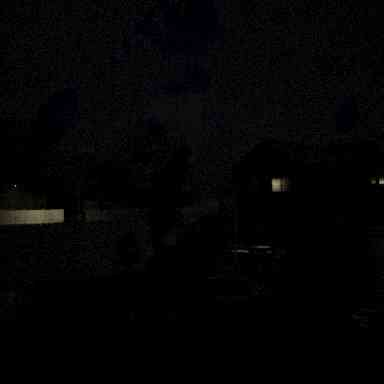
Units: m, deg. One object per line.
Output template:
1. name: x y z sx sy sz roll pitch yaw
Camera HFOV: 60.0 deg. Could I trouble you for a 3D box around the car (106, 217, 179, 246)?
1. car: -3.087 2.149 17.107 4.718 1.301 1.895 -2 0 20
